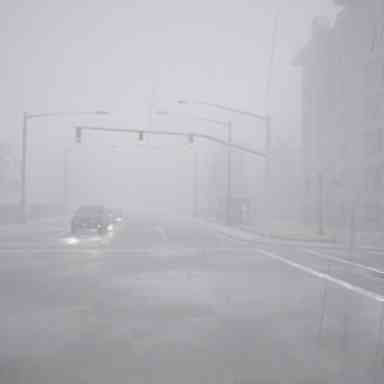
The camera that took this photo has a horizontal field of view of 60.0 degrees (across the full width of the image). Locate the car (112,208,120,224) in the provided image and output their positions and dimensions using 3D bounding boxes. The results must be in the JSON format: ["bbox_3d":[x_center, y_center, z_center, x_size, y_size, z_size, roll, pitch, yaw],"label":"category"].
[{"bbox_3d":[-9.143,2.429,35.222,2.097,1.767,4.553,1,-2,-8],"label":"car"}]

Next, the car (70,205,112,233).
[{"bbox_3d":[-7.745,1.999,25.633,2.150,2.045,5.566,1,-2,-8],"label":"car"}]

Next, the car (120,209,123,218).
[{"bbox_3d":[-11.088,3.059,48.564,1.994,1.385,4.181,1,-2,-8],"label":"car"}]
